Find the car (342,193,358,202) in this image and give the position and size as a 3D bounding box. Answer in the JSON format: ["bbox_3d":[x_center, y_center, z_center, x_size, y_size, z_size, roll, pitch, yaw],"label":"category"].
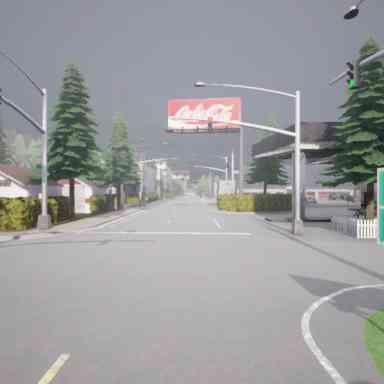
[{"bbox_3d":[34.927,1.485,71.789,2.007,1.523,4.514,0,0,0],"label":"car"}]

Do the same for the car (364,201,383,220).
[{"bbox_3d":[18.704,1.670,30.605,4.611,1.667,2.242,0,0,0],"label":"car"}]

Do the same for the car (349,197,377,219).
[{"bbox_3d":[14.376,1.503,24.936,3.866,1.878,1.905,0,0,0],"label":"car"}]

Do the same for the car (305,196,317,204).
[{"bbox_3d":[22.521,1.549,64.001,1.970,1.475,3.806,0,0,0],"label":"car"}]
